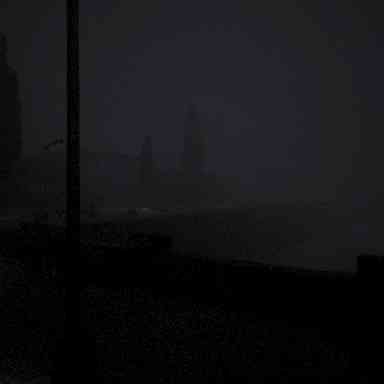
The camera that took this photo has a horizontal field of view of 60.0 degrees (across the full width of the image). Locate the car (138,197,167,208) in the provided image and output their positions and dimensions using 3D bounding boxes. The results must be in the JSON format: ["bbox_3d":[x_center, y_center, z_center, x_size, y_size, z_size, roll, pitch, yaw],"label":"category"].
[{"bbox_3d":[-5.721,1.529,48.735,1.837,1.490,4.892,0,0,36],"label":"car"}]
